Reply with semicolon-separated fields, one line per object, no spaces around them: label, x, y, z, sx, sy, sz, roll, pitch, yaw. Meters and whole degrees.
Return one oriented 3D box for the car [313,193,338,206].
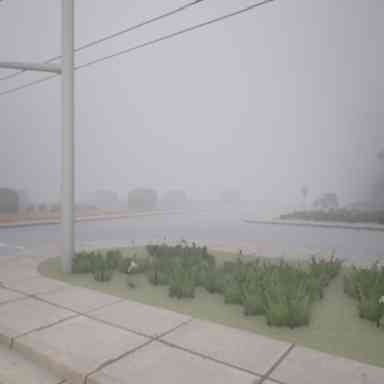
car;17.556;1.117;43.690;1.905;1.878;3.866;-6;-1;-8
